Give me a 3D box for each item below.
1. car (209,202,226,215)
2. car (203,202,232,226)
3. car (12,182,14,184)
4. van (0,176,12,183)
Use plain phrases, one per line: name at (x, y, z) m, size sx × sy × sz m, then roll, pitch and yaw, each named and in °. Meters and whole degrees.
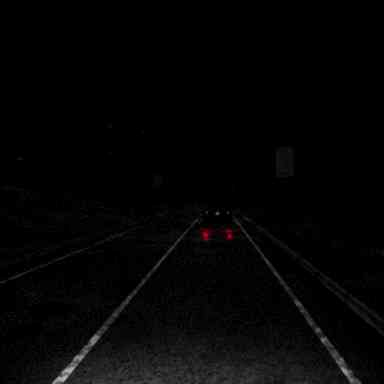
car at (3.127, 2.000, 40.932) m, size 1.994 × 1.385 × 4.181 m, roll 0°, pitch -1°, yaw 4°
car at (1.933, 1.573, 25.350) m, size 2.097 × 1.767 × 4.553 m, roll 0°, pitch -1°, yaw 4°
car at (-34.588, -1.150, 62.673) m, size 2.163 × 1.488 × 4.792 m, roll 1°, pitch -4°, yaw -13°
van at (-33.320, -1.733, 57.388) m, size 1.878 × 1.987 × 4.442 m, roll 1°, pitch -3°, yaw -12°
